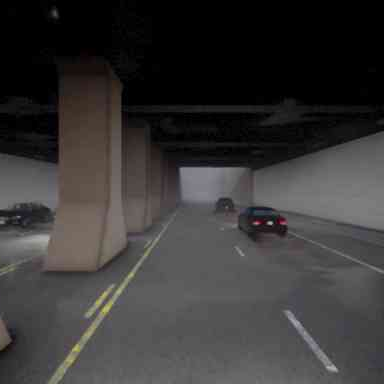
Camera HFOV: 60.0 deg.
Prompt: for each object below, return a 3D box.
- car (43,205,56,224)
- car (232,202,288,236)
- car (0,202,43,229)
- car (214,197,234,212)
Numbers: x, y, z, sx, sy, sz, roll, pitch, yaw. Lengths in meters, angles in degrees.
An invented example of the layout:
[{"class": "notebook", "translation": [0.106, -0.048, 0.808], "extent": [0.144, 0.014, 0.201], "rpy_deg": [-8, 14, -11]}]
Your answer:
[{"class": "car", "translation": [-7.077, 1.410, 20.952], "extent": [2.128, 1.511, 4.902], "rpy_deg": [0, 0, 0]}, {"class": "car", "translation": [3.617, 1.478, 17.894], "extent": [2.033, 1.411, 5.357], "rpy_deg": [0, 0, 0]}, {"class": "car", "translation": [-10.577, 1.409, 20.970], "extent": [2.128, 1.511, 4.902], "rpy_deg": [0, 0, 0]}, {"class": "car", "translation": [3.638, 1.361, 37.199], "extent": [1.837, 1.490, 4.892], "rpy_deg": [0, 0, 0]}]
